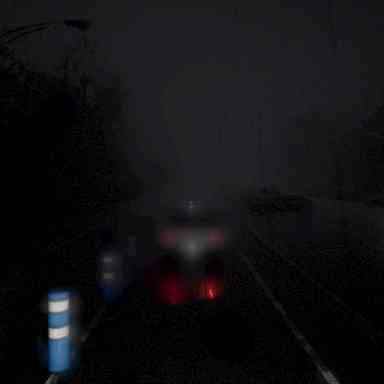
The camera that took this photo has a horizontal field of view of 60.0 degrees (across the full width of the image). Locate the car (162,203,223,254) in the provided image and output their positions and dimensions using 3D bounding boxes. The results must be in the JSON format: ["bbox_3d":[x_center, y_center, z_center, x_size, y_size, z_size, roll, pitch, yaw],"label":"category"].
[{"bbox_3d":[0.036,1.330,12.240,1.895,1.301,4.718,0,2,0],"label":"car"}]

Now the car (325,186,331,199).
[{"bbox_3d":[19.987,0.361,42.003,4.792,1.488,2.163,0,2,0],"label":"car"}]

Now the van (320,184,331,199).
[{"bbox_3d":[20.156,0.007,44.886,4.442,1.987,1.878,0,2,0],"label":"van"}]

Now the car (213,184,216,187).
[{"bbox_3d":[7.115,-0.354,67.114,4.792,1.488,2.163,0,2,0],"label":"car"}]

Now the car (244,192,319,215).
[{"bbox_3d":[6.769,0.948,25.504,4.792,1.488,2.163,0,2,0],"label":"car"}]

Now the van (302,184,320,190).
[{"bbox_3d":[19.999,-0.244,53.047,4.442,1.987,1.878,0,2,0],"label":"van"}]

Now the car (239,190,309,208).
[{"bbox_3d":[6.827,0.821,28.277,5.008,1.535,2.097,0,2,0],"label":"car"}]

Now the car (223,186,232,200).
[{"bbox_3d":[6.728,0.429,39.376,5.366,1.575,1.946,0,2,0],"label":"car"}]

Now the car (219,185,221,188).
[{"bbox_3d":[7.000,0.064,50.462,4.892,1.521,2.231,0,2,0],"label":"car"}]

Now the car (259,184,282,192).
[{"bbox_3d":[20.356,-1.152,86.416,5.566,2.045,2.435,0,2,0],"label":"car"}]

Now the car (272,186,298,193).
[{"bbox_3d":[20.263,-0.532,72.452,5.008,1.535,2.097,0,2,0],"label":"car"}]

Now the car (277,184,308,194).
[{"bbox_3d":[20.194,-0.637,66.907,5.566,2.045,2.435,0,2,0],"label":"car"}]

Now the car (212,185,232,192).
[{"bbox_3d":[7.228,-0.875,80.986,4.553,1.767,2.185,0,2,0],"label":"car"}]

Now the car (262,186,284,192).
[{"bbox_3d":[20.355,-0.824,83.529,5.008,1.535,2.097,0,2,0],"label":"car"}]

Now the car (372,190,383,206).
[{"bbox_3d":[19.921,0.760,30.932,4.674,1.452,2.002,0,2,0],"label":"car"}]

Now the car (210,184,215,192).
[{"bbox_3d":[6.982,-0.460,69.890,5.366,1.575,1.946,0,1,0],"label":"car"}]

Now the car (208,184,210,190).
[{"bbox_3d":[7.300,-0.896,86.539,5.008,1.535,2.097,0,2,0],"label":"car"}]

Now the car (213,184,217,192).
[{"bbox_3d":[7.092,-0.281,64.339,4.792,1.488,2.163,0,2,0],"label":"car"}]

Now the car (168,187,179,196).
[{"bbox_3d":[-3.209,-0.102,58.829,2.033,1.411,5.357,0,2,1],"label":"car"}]

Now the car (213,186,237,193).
[{"bbox_3d":[7.197,-0.529,72.663,4.892,1.521,2.231,0,2,0],"label":"car"}]

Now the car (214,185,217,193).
[{"bbox_3d":[7.069,-0.208,61.564,4.792,1.488,2.163,0,2,0],"label":"car"}]

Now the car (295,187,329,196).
[{"bbox_3d":[20.136,-0.094,55.837,5.008,1.535,2.097,0,2,0],"label":"car"}]

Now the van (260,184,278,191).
[{"bbox_3d":[20.525,-1.199,89.185,4.442,1.987,1.878,0,1,0],"label":"van"}]

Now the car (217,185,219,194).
[{"bbox_3d":[7.081,-0.062,56.013,4.792,1.488,2.163,0,2,0],"label":"car"}]

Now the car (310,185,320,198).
[{"bbox_3d":[20.091,0.171,47.664,4.792,1.488,2.163,0,2,0],"label":"car"}]

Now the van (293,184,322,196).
[{"bbox_3d":[20.270,-0.393,58.599,4.442,1.987,1.878,0,2,0],"label":"van"}]

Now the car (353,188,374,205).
[{"bbox_3d":[19.761,0.620,33.700,5.366,1.575,1.946,0,2,0],"label":"car"}]

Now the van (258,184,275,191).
[{"bbox_3d":[20.546,-1.269,91.829,4.442,1.987,1.878,0,2,0],"label":"van"}]

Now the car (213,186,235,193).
[{"bbox_3d":[7.207,-0.602,75.438,4.892,1.521,2.231,0,2,0],"label":"car"}]

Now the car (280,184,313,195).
[{"bbox_3d":[20.171,-0.564,64.137,5.566,2.045,2.435,0,2,0],"label":"car"}]

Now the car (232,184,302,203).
[{"bbox_3d":[6.873,0.473,31.043,5.566,2.045,2.435,0,2,0],"label":"car"}]

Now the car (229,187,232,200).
[{"bbox_3d":[6.897,0.530,36.601,4.892,1.521,2.231,0,2,0],"label":"car"}]

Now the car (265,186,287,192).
[{"bbox_3d":[20.336,-0.711,80.760,4.674,1.452,2.002,0,2,0],"label":"car"}]

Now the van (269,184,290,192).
[{"bbox_3d":[20.432,-0.907,78.109,4.442,1.987,1.878,0,2,0],"label":"van"}]

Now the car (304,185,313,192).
[{"bbox_3d":[20.114,0.090,50.302,4.792,1.488,2.163,0,2,0],"label":"car"}]

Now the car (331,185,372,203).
[{"bbox_3d":[20.021,0.177,39.225,5.566,2.045,2.435,0,2,0],"label":"car"}]

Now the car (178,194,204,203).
[{"bbox_3d":[0.037,0.873,27.266,1.895,1.301,4.718,0,2,1],"label":"car"}]

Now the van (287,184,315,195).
[{"bbox_3d":[20.060,-0.466,61.370,4.442,1.987,1.878,0,2,0],"label":"van"}]

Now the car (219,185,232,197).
[{"bbox_3d":[6.775,0.233,45.046,5.366,1.575,1.946,0,2,0],"label":"car"}]
